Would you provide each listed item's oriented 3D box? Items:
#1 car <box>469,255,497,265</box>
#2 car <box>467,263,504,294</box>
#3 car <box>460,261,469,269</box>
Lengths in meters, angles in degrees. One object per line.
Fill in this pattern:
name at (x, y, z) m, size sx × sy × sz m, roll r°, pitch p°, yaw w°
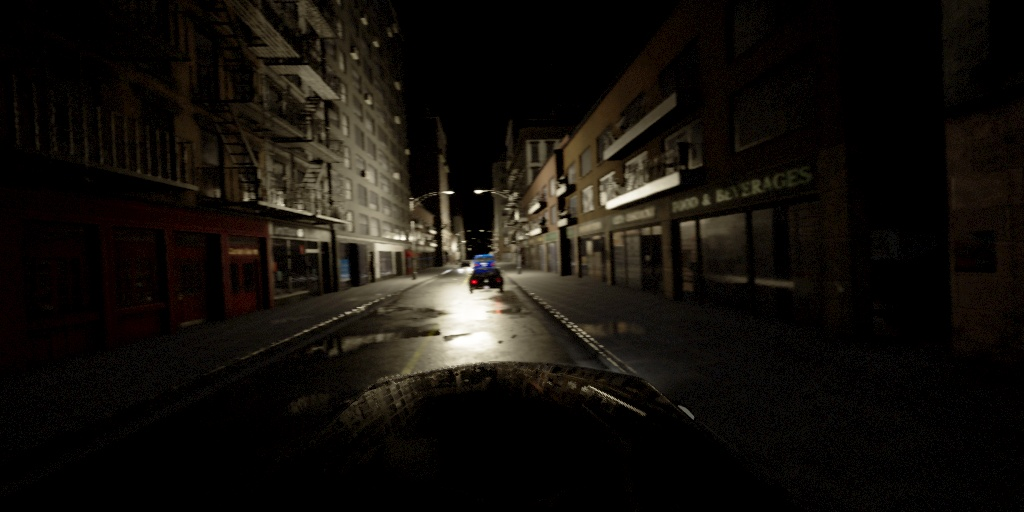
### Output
car at (-2.652, 0.934, 34.847) m, size 2.150 × 2.045 × 5.566 m, roll -3°, pitch 1°, yaw -4°
car at (-1.476, 1.321, 20.567) m, size 1.895 × 1.301 × 4.718 m, roll -3°, pitch 0°, yaw -4°
car at (-7.829, 1.458, 61.432) m, size 1.895 × 1.301 × 4.718 m, roll -3°, pitch 0°, yaw -5°
